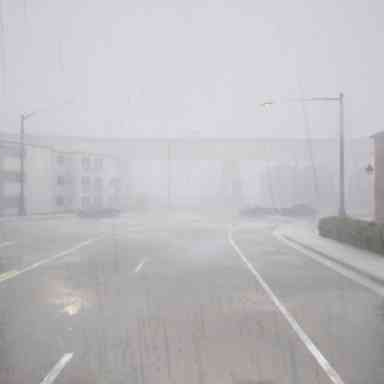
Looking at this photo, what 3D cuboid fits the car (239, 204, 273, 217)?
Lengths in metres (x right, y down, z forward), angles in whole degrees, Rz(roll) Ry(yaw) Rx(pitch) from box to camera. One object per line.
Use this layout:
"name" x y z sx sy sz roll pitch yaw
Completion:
"car" 7.455 2.014 36.806 4.718 1.301 1.895 0 -1 -36

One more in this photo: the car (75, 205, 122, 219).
"car" -9.335 1.974 33.420 1.895 1.301 4.718 0 -1 30

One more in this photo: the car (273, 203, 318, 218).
"car" 11.137 1.918 34.905 4.674 1.442 1.812 0 -1 -31
